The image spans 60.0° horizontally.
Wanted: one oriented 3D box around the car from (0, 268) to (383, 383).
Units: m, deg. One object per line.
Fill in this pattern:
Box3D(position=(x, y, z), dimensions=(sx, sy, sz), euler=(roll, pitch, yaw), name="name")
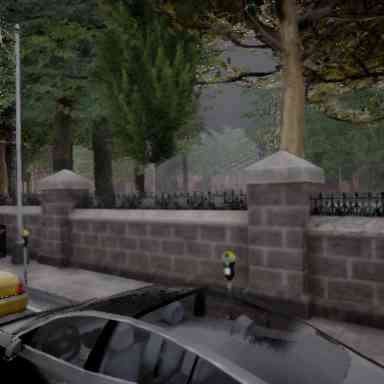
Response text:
Box3D(position=(-0.497, 1.588, 3.178), dimensions=(4.313, 1.339, 1.947), euler=(-1, -1, 36), name="car")
